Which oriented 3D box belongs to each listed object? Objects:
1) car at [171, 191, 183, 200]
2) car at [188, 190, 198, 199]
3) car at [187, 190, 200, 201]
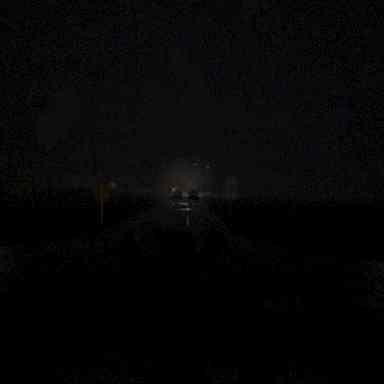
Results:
[{"bbox_3d":[-2.527,0.502,57.798,1.882,1.535,5.008,0,2,0],"label":"car"},{"bbox_3d":[0.243,0.391,62.792,1.837,1.490,4.892,0,2,0],"label":"car"},{"bbox_3d":[0.203,0.675,52.761,1.812,1.442,4.674,0,1,0],"label":"car"}]
